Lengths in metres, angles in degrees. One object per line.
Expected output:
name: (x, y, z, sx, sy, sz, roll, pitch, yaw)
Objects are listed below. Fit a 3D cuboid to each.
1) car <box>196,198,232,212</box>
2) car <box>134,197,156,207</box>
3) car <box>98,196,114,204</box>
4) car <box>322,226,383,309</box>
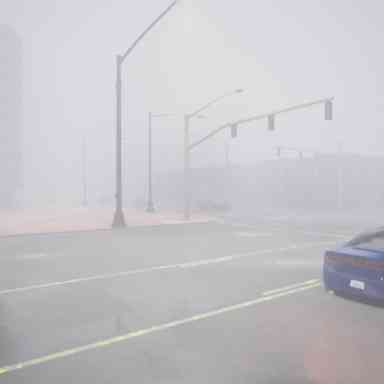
car: (2.434, 1.455, 38.095, 1.882, 1.535, 5.008, 0, 0, -36)
car: (-7.362, 1.541, 51.835, 1.994, 1.385, 4.181, 0, 0, -35)
car: (-16.927, 1.510, 65.391, 2.128, 1.511, 4.902, 0, 0, -36)
car: (4.928, 1.470, 7.262, 5.008, 1.535, 1.882, 0, 0, -35)
